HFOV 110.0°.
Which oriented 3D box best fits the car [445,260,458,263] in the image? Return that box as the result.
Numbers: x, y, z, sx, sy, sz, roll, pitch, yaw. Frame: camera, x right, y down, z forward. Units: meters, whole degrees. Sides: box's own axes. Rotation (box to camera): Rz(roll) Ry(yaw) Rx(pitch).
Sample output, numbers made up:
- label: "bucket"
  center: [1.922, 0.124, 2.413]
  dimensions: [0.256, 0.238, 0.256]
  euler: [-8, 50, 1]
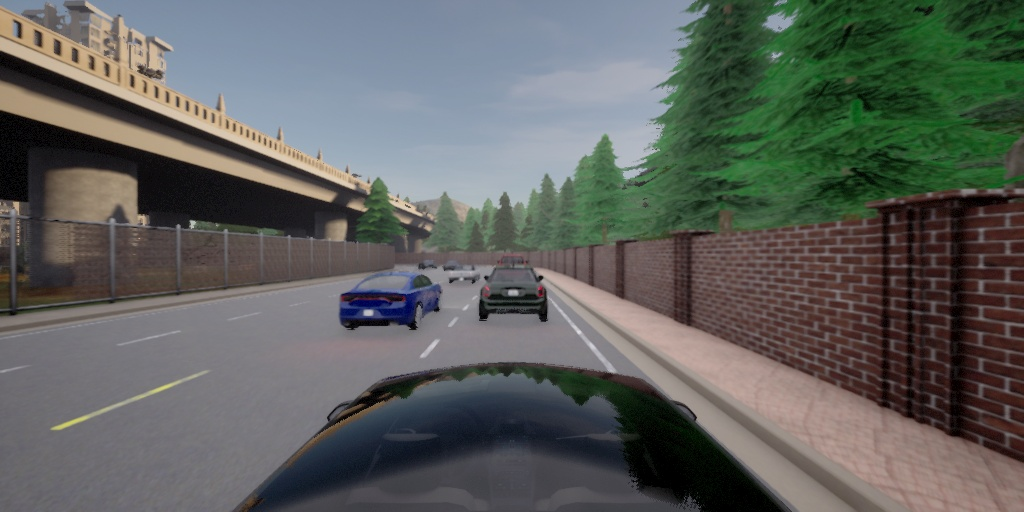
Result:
- label: "car"
  center: [-7.255, 1.206, 44.366]
  dimensions: [1.994, 1.385, 4.181]
  euler: [0, 0, -2]

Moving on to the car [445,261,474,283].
- label: "car"
  center: [-3.448, 1.288, 26.707]
  dimensions: [1.895, 1.301, 4.718]
  euler: [0, 0, 0]

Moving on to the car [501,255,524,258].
- label: "car"
  center: [0.055, 0.910, 27.066]
  dimensions: [2.150, 2.045, 5.566]
  euler: [0, 0, 0]

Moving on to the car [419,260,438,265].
- label: "car"
  center: [-11.528, 1.192, 49.507]
  dimensions: [1.994, 1.385, 4.181]
  euler: [0, 0, -24]

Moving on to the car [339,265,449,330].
- label: "car"
  center: [-3.446, 1.204, 11.108]
  dimensions: [1.882, 1.535, 5.008]
  euler: [0, 0, 0]

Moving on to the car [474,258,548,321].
- label: "car"
  center: [0.061, 1.074, 12.534]
  dimensions: [2.097, 1.767, 4.553]
  euler: [0, 0, 1]
